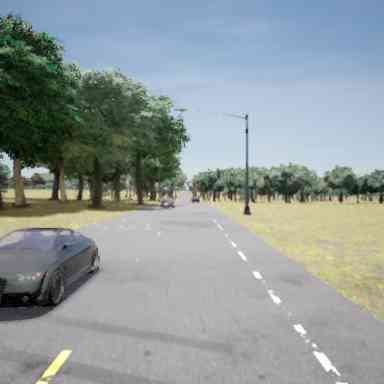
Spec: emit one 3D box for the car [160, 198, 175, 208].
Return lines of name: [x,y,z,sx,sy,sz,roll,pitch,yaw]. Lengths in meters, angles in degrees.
car: [-3.580,1.590,48.833,2.128,1.511,4.902,0,0,0]

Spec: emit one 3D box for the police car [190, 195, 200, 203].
police car: [1.042,2.056,88.864,1.930,1.638,5.238,0,-1,0]

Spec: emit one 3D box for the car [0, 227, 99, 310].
car: [-3.601,1.541,7.733,1.994,1.385,4.181,0,0,0]
